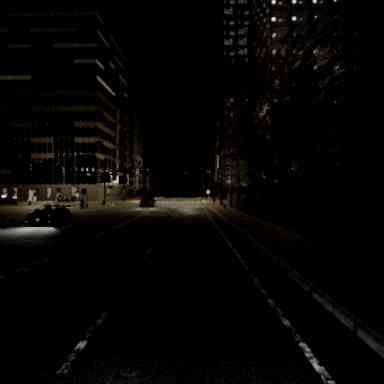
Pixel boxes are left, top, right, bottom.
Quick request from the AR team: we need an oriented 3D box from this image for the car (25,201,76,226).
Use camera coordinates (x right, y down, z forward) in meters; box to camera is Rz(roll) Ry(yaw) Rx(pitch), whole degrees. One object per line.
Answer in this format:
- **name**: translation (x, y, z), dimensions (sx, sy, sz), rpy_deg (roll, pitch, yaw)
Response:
- **car**: translation (-9.850, 1.577, 23.196), dimensions (1.994, 1.385, 4.181), rpy_deg (0, 0, 0)

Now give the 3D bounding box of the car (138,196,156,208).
- **car**: translation (-6.509, 1.382, 48.721), dimensions (2.097, 1.767, 4.553), rpy_deg (0, 0, 0)

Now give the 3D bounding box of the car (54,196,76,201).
- **car**: translation (-25.536, 1.512, 66.834), dimensions (4.313, 1.339, 1.947), rpy_deg (0, 1, 2)

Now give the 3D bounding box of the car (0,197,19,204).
- **car**: translation (-32.863, 1.616, 58.970), dimensions (4.206, 1.307, 1.802), rpy_deg (0, 1, 2)
